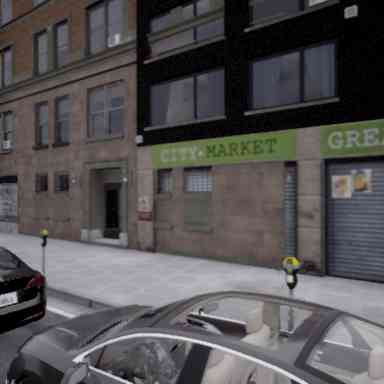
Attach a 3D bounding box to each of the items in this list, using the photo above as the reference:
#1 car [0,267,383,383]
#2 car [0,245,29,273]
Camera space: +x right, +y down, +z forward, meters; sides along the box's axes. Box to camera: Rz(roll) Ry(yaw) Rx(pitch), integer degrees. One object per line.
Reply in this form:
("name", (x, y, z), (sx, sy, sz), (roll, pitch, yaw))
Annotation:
("car", (0.201, 1.553, 2.706), (4.403, 1.369, 2.008), (0, 0, 35))
("car", (-4.347, 1.579, 5.947), (4.313, 1.339, 1.947), (0, 0, 35))
